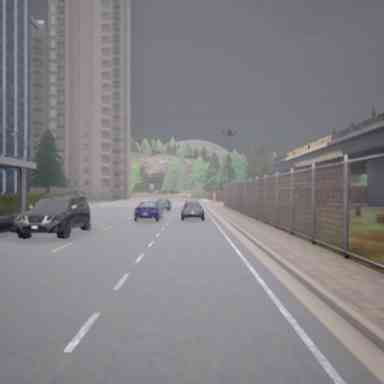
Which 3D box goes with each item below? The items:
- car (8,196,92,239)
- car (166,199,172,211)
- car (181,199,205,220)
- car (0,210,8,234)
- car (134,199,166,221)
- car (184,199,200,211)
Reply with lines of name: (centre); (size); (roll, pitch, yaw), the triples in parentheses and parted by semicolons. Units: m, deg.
car: (-7.037, 1.228, 17.630); (2.150, 2.045, 5.566); (0, 0, 0)
car: (-3.516, 1.550, 41.202); (2.033, 1.411, 5.357); (0, 0, 0)
car: (0.052, 1.566, 28.256); (1.994, 1.385, 4.181); (0, 0, 0)
car: (-10.541, 1.570, 16.889); (1.994, 1.385, 4.181); (0, 0, 0)
car: (-3.447, 1.480, 26.971); (1.882, 1.535, 5.008); (0, 0, 0)
car: (-0.012, 1.602, 42.311); (1.895, 1.301, 4.718); (0, 0, 0)
